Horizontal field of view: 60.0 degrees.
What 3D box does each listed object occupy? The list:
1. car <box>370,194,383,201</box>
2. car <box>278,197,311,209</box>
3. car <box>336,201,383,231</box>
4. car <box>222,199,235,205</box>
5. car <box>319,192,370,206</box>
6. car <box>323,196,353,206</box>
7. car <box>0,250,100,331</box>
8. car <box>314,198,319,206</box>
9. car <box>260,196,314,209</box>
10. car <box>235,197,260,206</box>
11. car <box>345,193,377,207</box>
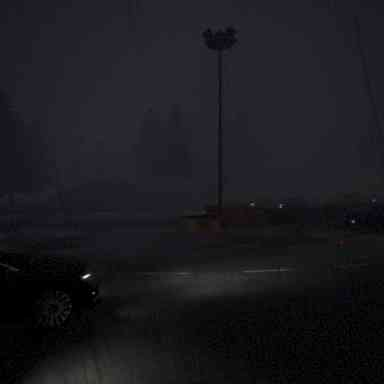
[{"bbox_3d":[25.603,1.099,43.441,4.553,1.767,2.097,-1,1,-35],"label":"car"},{"bbox_3d":[13.346,1.421,43.390,4.181,1.385,1.994,-1,0,-35],"label":"car"},{"bbox_3d":[11.024,1.477,20.227,4.674,1.442,1.812,0,0,-36],"label":"car"},{"bbox_3d":[5.110,1.483,37.606,4.181,1.385,1.994,0,0,-35],"label":"car"},{"bbox_3d":[17.259,1.080,37.585,5.566,2.045,2.150,-1,0,-35],"label":"car"},{"bbox_3d":[21.605,1.346,49.187,4.718,1.301,1.895,-1,1,-35],"label":"car"},{"bbox_3d":[-3.963,1.492,5.218,4.902,1.511,2.128,0,0,-35],"label":"car"},{"bbox_3d":[15.222,1.423,40.431,4.181,1.385,1.994,-1,0,-35],"label":"car"},{"bbox_3d":[9.172,1.272,31.905,4.553,1.767,2.097,0,0,-35],"label":"car"},{"bbox_3d":[7.153,1.271,34.763,4.553,1.767,2.097,0,0,-35],"label":"car"},{"bbox_3d":[23.459,1.101,46.212,4.553,1.767,2.097,-1,1,-35],"label":"car"}]
